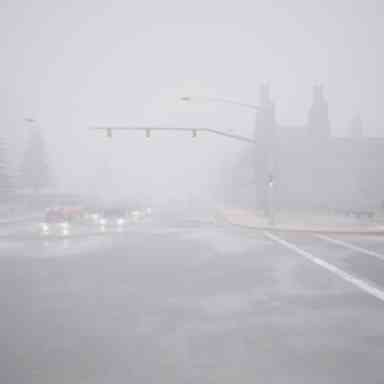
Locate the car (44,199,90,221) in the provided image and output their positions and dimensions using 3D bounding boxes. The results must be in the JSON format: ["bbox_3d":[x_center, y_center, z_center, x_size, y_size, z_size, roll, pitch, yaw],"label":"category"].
[{"bbox_3d":[-10.591,1.418,27.969,2.097,1.767,4.553,0,0,0],"label":"car"}]

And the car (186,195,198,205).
[{"bbox_3d":[0.000,1.709,60.984,1.994,1.385,4.181,0,0,0],"label":"car"}]

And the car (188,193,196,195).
[{"bbox_3d":[0.000,1.249,70.888,2.150,2.045,5.566,0,0,0],"label":"car"}]

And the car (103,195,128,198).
[{"bbox_3d":[-10.555,1.585,45.372,1.882,1.535,5.008,0,0,0],"label":"car"}]

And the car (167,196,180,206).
[{"bbox_3d":[-3.399,1.742,59.217,1.895,1.301,4.718,0,0,0],"label":"car"}]

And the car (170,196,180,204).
[{"bbox_3d":[-3.500,1.647,71.180,1.882,1.535,5.008,0,0,0],"label":"car"}]

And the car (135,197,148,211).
[{"bbox_3d":[-7.068,1.661,41.035,1.994,1.385,4.181,0,0,1],"label":"car"}]

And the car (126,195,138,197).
[{"bbox_3d":[-10.500,1.680,55.834,2.033,1.411,5.357,0,0,0],"label":"car"}]

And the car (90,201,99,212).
[{"bbox_3d":[-10.581,1.651,36.599,1.994,1.385,4.181,0,0,1],"label":"car"}]

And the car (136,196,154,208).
[{"bbox_3d":[-7.012,1.626,51.108,1.837,1.490,4.892,0,0,0],"label":"car"}]

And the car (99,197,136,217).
[{"bbox_3d":[-7.082,1.554,32.044,1.882,1.535,5.008,0,0,0],"label":"car"}]
